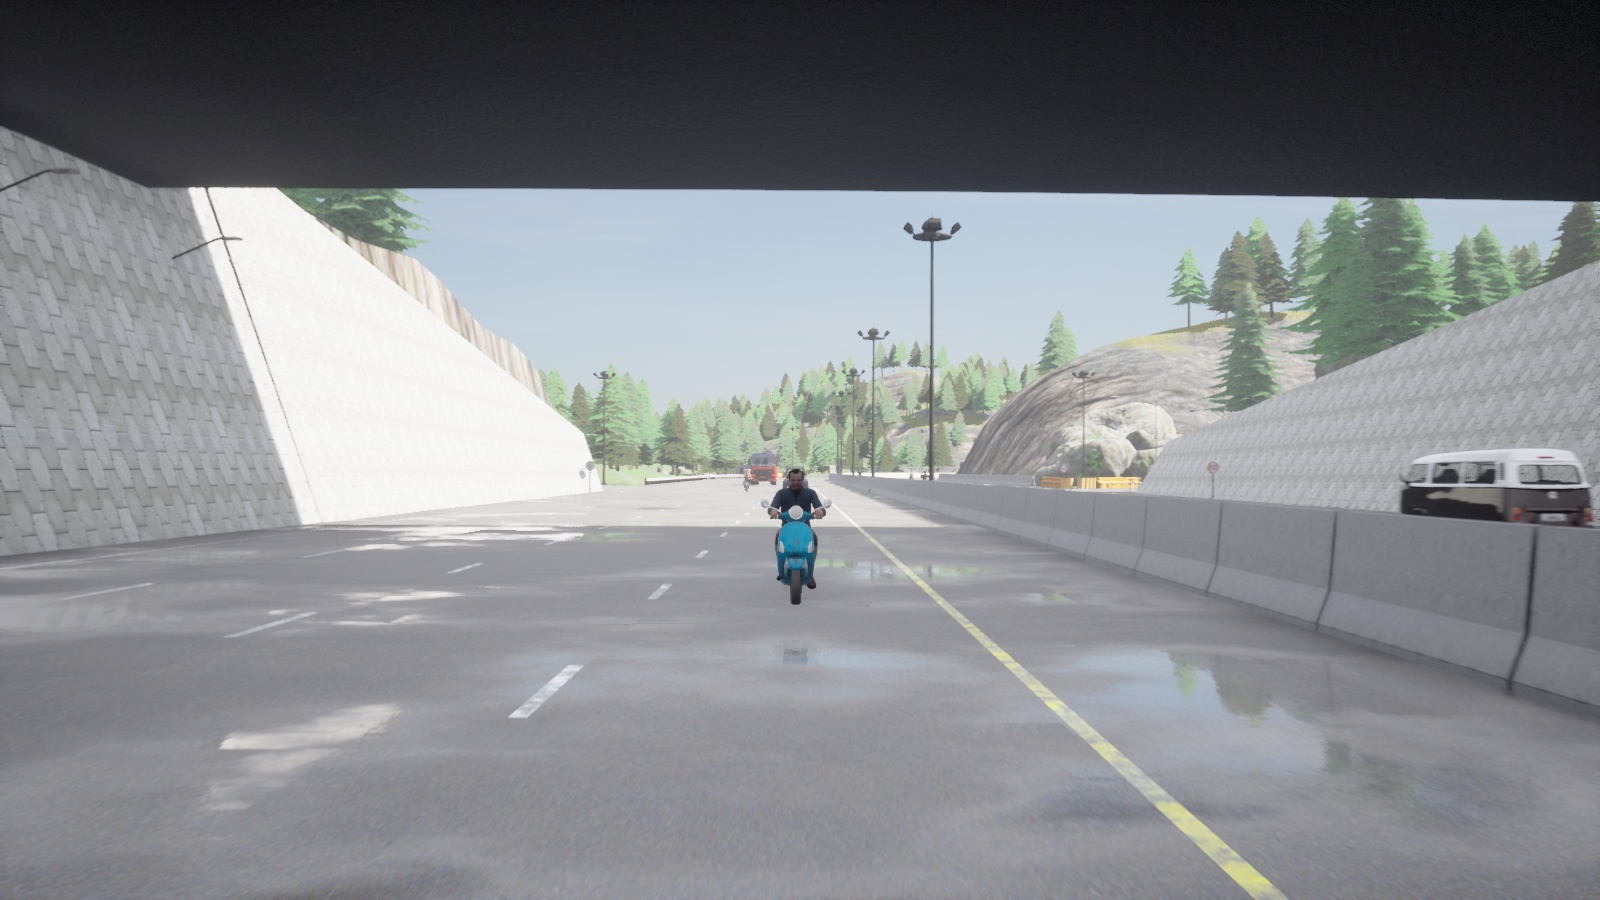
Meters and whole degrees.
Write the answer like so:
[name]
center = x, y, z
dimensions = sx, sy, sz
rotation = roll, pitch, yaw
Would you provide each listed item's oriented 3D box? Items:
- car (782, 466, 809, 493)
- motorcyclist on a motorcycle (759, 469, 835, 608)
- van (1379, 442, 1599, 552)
[car]
center = -0.304, 2.117, 89.906
dimensions = 1.905, 1.878, 3.866
rotation = 0, -1, 0
[motorcyclist on a motorcycle]
center = -0.040, 1.025, 15.322
dimensions = 0.866, 1.590, 1.817
rotation = 0, -1, 0
[van]
center = 13.923, 0.912, 25.678
dimensions = 2.069, 2.038, 4.480
rotation = 0, -1, 0
